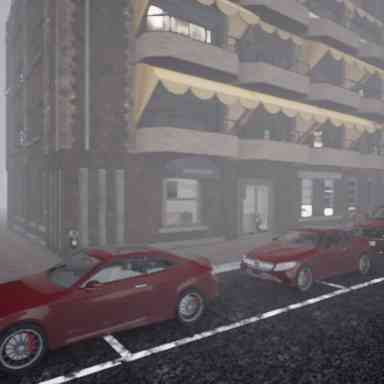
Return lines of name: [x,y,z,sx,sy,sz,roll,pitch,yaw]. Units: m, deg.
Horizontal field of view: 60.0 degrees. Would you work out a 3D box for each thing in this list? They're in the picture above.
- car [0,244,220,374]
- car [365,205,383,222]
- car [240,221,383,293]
car: [-1.423,1.582,5.547,4.206,1.307,1.802,0,0,-36]
car: [7.773,1.321,12.110,5.009,1.841,2.192,0,0,-36]
car: [3.175,1.585,8.828,4.206,1.307,1.802,0,0,-36]
